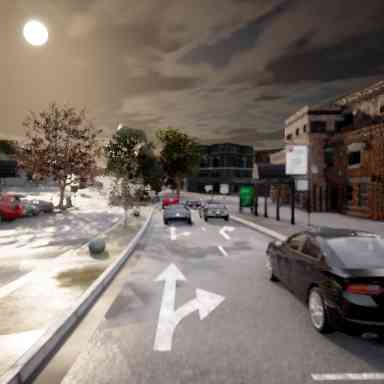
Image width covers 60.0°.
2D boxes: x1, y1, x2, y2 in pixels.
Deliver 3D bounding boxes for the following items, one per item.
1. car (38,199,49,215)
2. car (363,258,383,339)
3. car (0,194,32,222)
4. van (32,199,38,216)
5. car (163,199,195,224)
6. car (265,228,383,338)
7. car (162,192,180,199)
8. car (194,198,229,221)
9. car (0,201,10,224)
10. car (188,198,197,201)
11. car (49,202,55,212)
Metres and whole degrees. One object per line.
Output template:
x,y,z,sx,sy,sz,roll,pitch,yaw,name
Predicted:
-15.472,1.299,29.050,4.553,1.767,2.185,0,0,-6,car
3.013,1.507,1.317,2.163,1.488,4.792,0,0,0,car
-14.911,1.207,23.575,5.566,2.045,2.435,0,0,-5,car
-15.048,1.215,26.321,4.442,1.987,1.878,0,0,-6,van
-1.133,1.509,24.628,1.994,1.385,4.181,0,0,-5,car
2.892,1.471,6.808,2.097,1.535,5.008,0,0,-1,car
-2.664,1.061,42.672,2.150,2.045,5.566,0,0,-4,car
1.631,1.477,26.110,2.033,1.411,5.357,0,0,-5,car
-14.590,1.500,20.868,4.792,1.488,2.163,0,0,-5,car
0.174,1.429,43.305,1.895,1.301,4.718,0,0,-4,car
-15.711,1.406,31.795,4.892,1.521,2.231,0,0,-6,car
